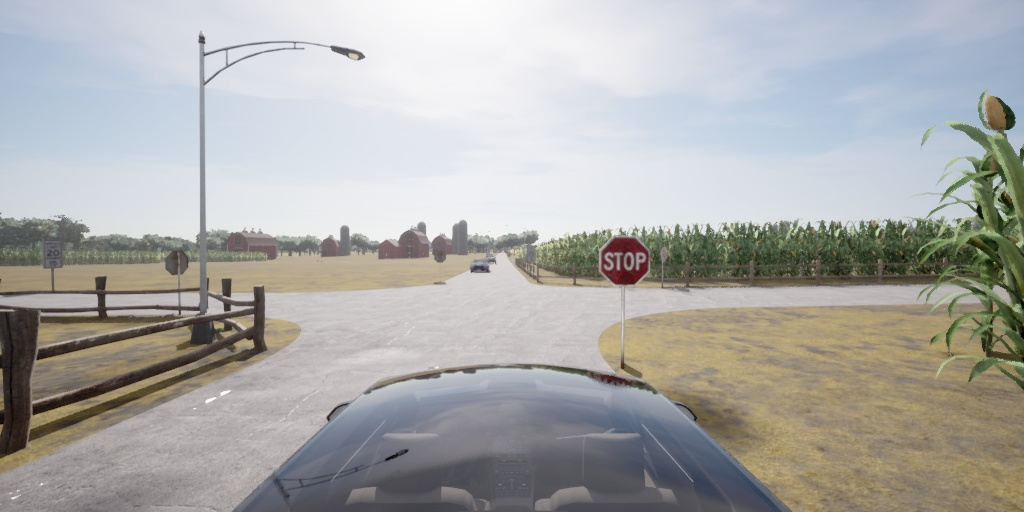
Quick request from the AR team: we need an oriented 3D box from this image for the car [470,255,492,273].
[{"bbox_3d":[-3.699,1.007,41.781,2.097,1.767,4.553,0,0,-1],"label":"car"}]
